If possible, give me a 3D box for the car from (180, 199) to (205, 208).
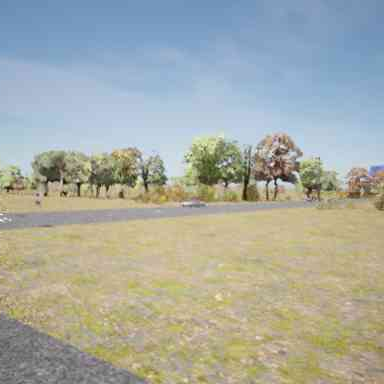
[{"bbox_3d":[0.174,1.881,54.265,1.895,1.301,4.718,1,0,36],"label":"car"}]
